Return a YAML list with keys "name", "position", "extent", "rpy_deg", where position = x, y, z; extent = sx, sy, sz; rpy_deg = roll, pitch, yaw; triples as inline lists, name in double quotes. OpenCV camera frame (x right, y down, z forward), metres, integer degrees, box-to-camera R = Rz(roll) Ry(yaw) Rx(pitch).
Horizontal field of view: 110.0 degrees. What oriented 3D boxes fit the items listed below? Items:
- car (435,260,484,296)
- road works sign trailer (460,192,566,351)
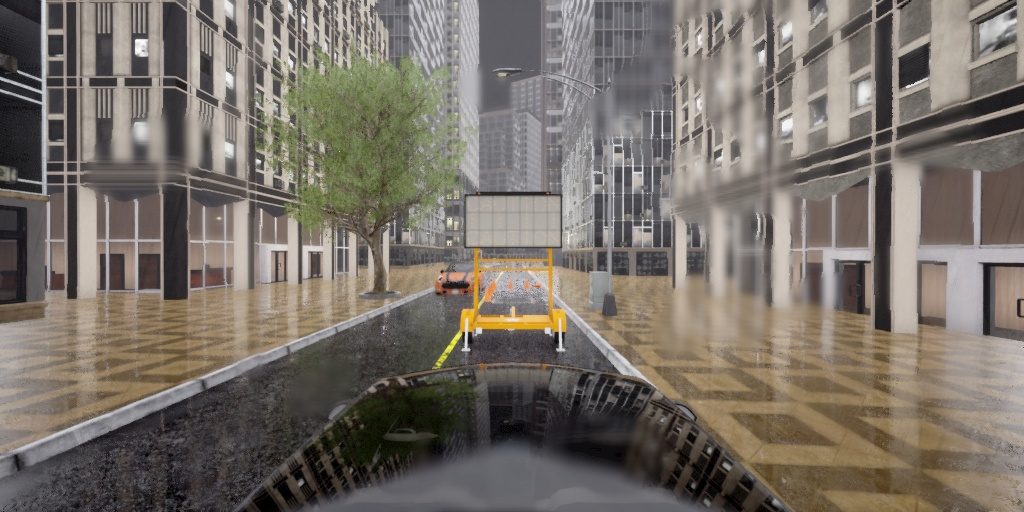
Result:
- name: "car"
  position: [-2.676, 1.104, 19.139]
  extent: [2.097, 1.767, 4.553]
  rpy_deg: [0, 0, 0]
- name: "road works sign trailer"
  position: [0.034, 0.214, 8.941]
  extent: [2.380, 3.560, 2.880]
  rpy_deg: [0, 0, 0]
